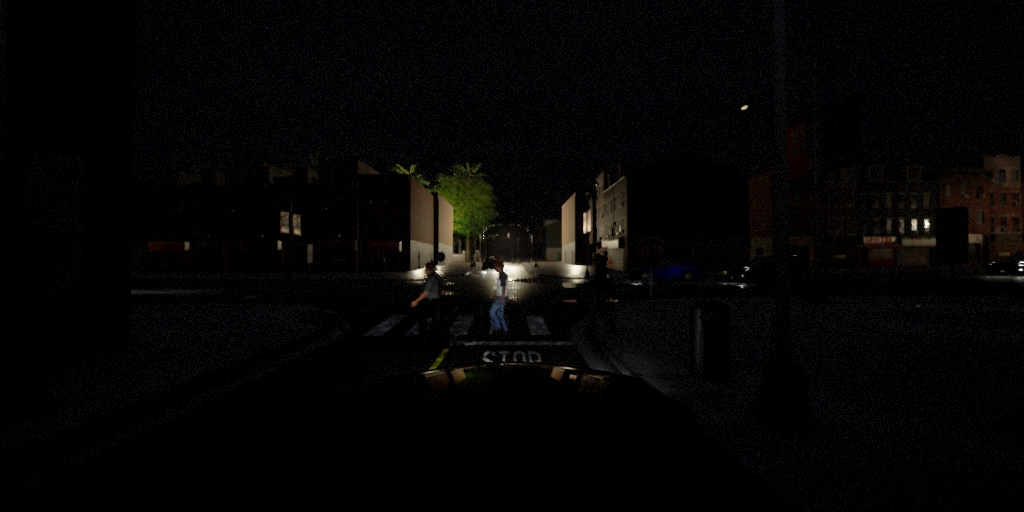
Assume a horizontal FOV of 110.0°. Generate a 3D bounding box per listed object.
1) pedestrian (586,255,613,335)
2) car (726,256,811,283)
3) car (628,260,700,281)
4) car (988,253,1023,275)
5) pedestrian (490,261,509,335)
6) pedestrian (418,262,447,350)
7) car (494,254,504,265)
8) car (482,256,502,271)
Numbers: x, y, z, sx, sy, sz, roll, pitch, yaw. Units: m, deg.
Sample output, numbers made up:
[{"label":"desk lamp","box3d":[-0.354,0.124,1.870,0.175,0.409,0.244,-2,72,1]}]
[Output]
[{"label":"pedestrian","box3d":[1.994,0.857,8.178,0.375,1.860,0.375,1,-1,0]},{"label":"car","box3d":[16.518,0.797,23.293,4.553,1.767,2.097,-1,-1,-1]},{"label":"car","box3d":[11.132,1.045,26.487,5.008,1.535,1.882,-1,-1,-1]},{"label":"car","box3d":[38.749,0.530,26.731,4.553,1.767,2.097,-1,-1,0]},{"label":"pedestrian","box3d":[-0.262,1.006,8.774,0.375,1.860,0.375,1,-1,0]},{"label":"pedestrian","box3d":[-1.671,1.013,7.575,0.375,1.860,0.375,1,-1,0]},{"label":"car","box3d":[-2.532,0.725,63.636,2.097,1.767,4.553,0,0,0]},{"label":"car","box3d":[-2.571,1.049,43.189,2.033,1.411,5.357,0,0,0]}]
